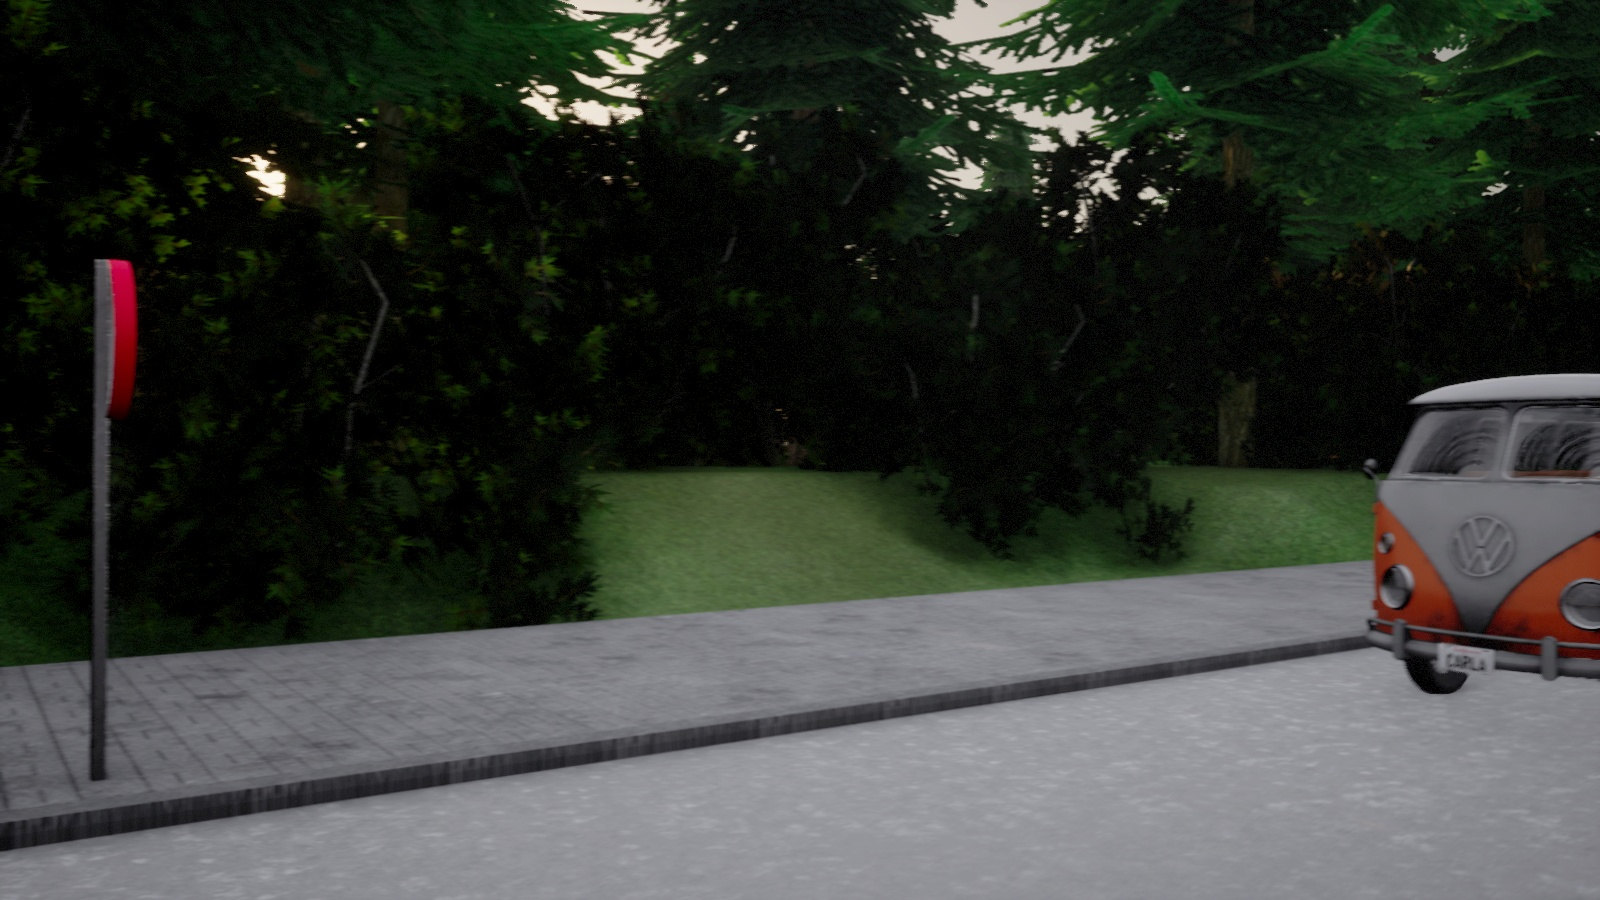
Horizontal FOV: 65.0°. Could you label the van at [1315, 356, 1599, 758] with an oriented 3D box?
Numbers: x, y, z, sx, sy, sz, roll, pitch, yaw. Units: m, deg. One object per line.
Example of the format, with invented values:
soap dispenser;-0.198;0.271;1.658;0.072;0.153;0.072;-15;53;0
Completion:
van;5.403;0.535;8.029;4.442;1.987;1.775;0;0;-35
